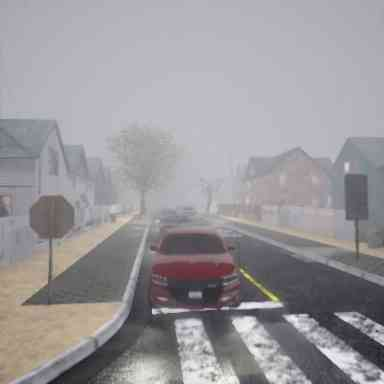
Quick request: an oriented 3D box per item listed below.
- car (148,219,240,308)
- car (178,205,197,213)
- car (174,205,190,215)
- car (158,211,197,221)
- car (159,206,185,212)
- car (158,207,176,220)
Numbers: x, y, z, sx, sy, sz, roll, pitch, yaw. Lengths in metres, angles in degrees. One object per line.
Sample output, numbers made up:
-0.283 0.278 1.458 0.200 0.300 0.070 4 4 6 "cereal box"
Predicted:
0.010 1.688 8.645 1.882 1.535 5.008 0 -1 -1 "car"
-0.494 2.585 42.898 1.837 1.490 4.892 0 -1 -6 "car"
-1.653 2.838 53.127 2.128 1.511 4.902 0 -1 -6 "car"
-0.871 2.047 19.412 1.994 1.385 4.181 0 -2 -6 "car"
-2.055 2.311 30.378 2.033 1.411 5.357 0 -1 -6 "car"
-3.084 2.582 40.246 1.994 1.385 4.181 0 -1 -6 "car"
